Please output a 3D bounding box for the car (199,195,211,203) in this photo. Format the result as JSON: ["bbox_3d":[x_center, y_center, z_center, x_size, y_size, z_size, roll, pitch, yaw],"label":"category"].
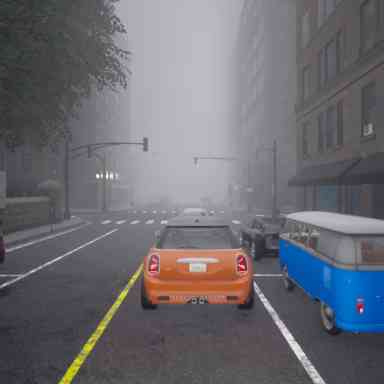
[{"bbox_3d":[2.841,1.409,66.480,1.967,1.590,4.097,0,0,0],"label":"car"}]

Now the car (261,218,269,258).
[{"bbox_3d":[2.854,1.563,12.104,1.947,1.339,4.313,0,0,0],"label":"car"}]

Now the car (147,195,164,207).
[{"bbox_3d":[-5.680,1.497,49.920,1.752,1.417,4.829,0,0,0],"label":"car"}]

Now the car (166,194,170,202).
[{"bbox_3d":[-5.682,1.514,60.992,1.887,1.381,4.507,0,0,0],"label":"car"}]

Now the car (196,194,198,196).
[{"bbox_3d":[2.835,1.506,93.893,1.752,1.417,4.829,0,0,0],"label":"car"}]

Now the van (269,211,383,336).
[{"bbox_3d":[2.855,1.340,6.443,1.690,1.788,3.998,0,0,0],"label":"van"}]

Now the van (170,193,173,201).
[{"bbox_3d":[-5.686,1.311,71.893,1.690,1.788,3.998,0,0,0],"label":"van"}]

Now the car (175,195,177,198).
[{"bbox_3d":[-5.688,1.289,82.795,2.192,1.841,5.009,0,0,0],"label":"car"}]

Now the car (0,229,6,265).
[{"bbox_3d":[-5.670,1.314,6.401,2.192,1.841,5.009,0,0,0],"label":"car"}]

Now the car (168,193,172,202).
[{"bbox_3d":[-5.684,1.514,66.443,1.887,1.381,4.507,0,0,0],"label":"car"}]

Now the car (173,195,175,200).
[{"bbox_3d":[-5.686,1.522,77.344,2.008,1.369,4.403,0,0,0],"label":"car"}]

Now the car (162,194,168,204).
[{"bbox_3d":[-5.681,1.521,55.541,2.008,1.369,4.403,0,0,0],"label":"car"}]

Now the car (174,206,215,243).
[{"bbox_3d":[0.098,1.520,16.997,1.812,1.442,4.674,0,0,0],"label":"car"}]

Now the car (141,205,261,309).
[{"bbox_3d":[0.100,1.351,7.997,2.097,1.767,4.553,0,0,0],"label":"car"}]

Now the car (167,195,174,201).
[{"bbox_3d":[-5.689,1.502,88.076,1.752,1.417,4.829,0,0,0],"label":"car"}]
